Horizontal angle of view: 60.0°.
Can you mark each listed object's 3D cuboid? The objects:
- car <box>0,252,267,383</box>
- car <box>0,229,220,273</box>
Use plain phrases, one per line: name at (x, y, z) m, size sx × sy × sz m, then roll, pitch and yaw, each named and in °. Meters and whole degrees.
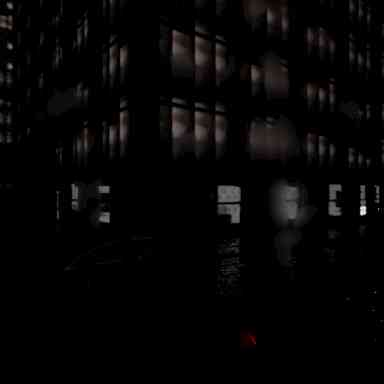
car at (-1.344, 1.568, 2.726) m, size 4.181 × 1.385 × 1.994 m, roll 1°, pitch 0°, yaw -35°
car at (-1.670, 1.518, 6.485) m, size 4.902 × 1.511 × 2.128 m, roll 1°, pitch 0°, yaw -35°
